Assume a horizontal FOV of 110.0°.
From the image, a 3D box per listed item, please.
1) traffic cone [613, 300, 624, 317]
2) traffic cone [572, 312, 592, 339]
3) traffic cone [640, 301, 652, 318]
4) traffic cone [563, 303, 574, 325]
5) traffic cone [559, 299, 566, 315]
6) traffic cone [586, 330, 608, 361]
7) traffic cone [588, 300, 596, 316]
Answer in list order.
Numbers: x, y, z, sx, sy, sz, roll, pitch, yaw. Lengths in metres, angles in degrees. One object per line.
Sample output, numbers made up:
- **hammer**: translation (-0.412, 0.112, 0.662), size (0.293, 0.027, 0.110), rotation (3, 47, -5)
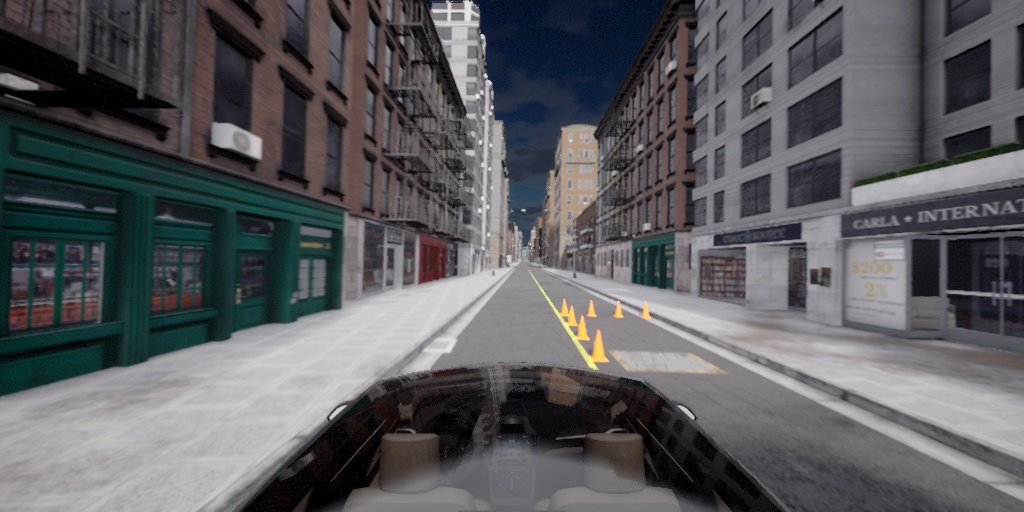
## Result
- **traffic cone**: translation (3.942, 1.947, 13.304), size (0.340, 0.580, 0.340), rotation (0, 0, 2)
- **traffic cone**: translation (1.829, 1.847, 9.365), size (0.340, 0.580, 0.340), rotation (0, 0, 2)
- **traffic cone**: translation (4.942, 1.969, 13.276), size (0.340, 0.580, 0.340), rotation (0, 0, 2)
- **traffic cone**: translation (1.886, 1.873, 11.364), size (0.340, 0.580, 0.340), rotation (0, 0, 2)
- **traffic cone**: translation (1.944, 1.900, 13.363), size (0.340, 0.580, 0.340), rotation (0, 0, 2)
- **traffic cone**: translation (1.771, 1.820, 7.366), size (0.340, 0.580, 0.340), rotation (0, 0, 2)
- **traffic cone**: translation (2.943, 1.923, 13.334), size (0.340, 0.580, 0.340), rotation (0, 0, 2)
